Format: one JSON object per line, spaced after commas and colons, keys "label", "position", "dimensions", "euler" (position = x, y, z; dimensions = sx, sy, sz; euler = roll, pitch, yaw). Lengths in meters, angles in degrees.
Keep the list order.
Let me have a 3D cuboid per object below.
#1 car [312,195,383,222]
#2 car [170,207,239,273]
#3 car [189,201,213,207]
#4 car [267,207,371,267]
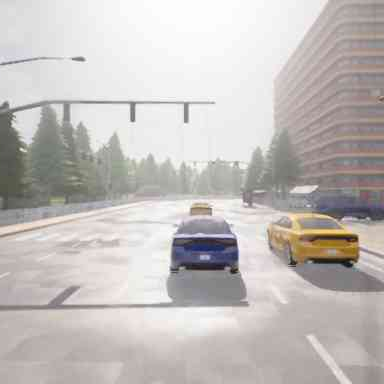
{"label": "car", "position": [12.378, 1.288, 26.333], "dimensions": [5.566, 2.045, 2.150], "euler": [0, -1, -5]}
{"label": "car", "position": [0.363, 1.477, 10.755], "dimensions": [1.882, 1.535, 5.008], "euler": [0, 0, 1]}
{"label": "car", "position": [0.763, 1.502, 28.705], "dimensions": [1.882, 1.535, 5.008], "euler": [0, 0, 1]}
{"label": "car", "position": [3.894, 1.481, 11.502], "dimensions": [1.882, 1.535, 5.008], "euler": [0, 0, 2]}
